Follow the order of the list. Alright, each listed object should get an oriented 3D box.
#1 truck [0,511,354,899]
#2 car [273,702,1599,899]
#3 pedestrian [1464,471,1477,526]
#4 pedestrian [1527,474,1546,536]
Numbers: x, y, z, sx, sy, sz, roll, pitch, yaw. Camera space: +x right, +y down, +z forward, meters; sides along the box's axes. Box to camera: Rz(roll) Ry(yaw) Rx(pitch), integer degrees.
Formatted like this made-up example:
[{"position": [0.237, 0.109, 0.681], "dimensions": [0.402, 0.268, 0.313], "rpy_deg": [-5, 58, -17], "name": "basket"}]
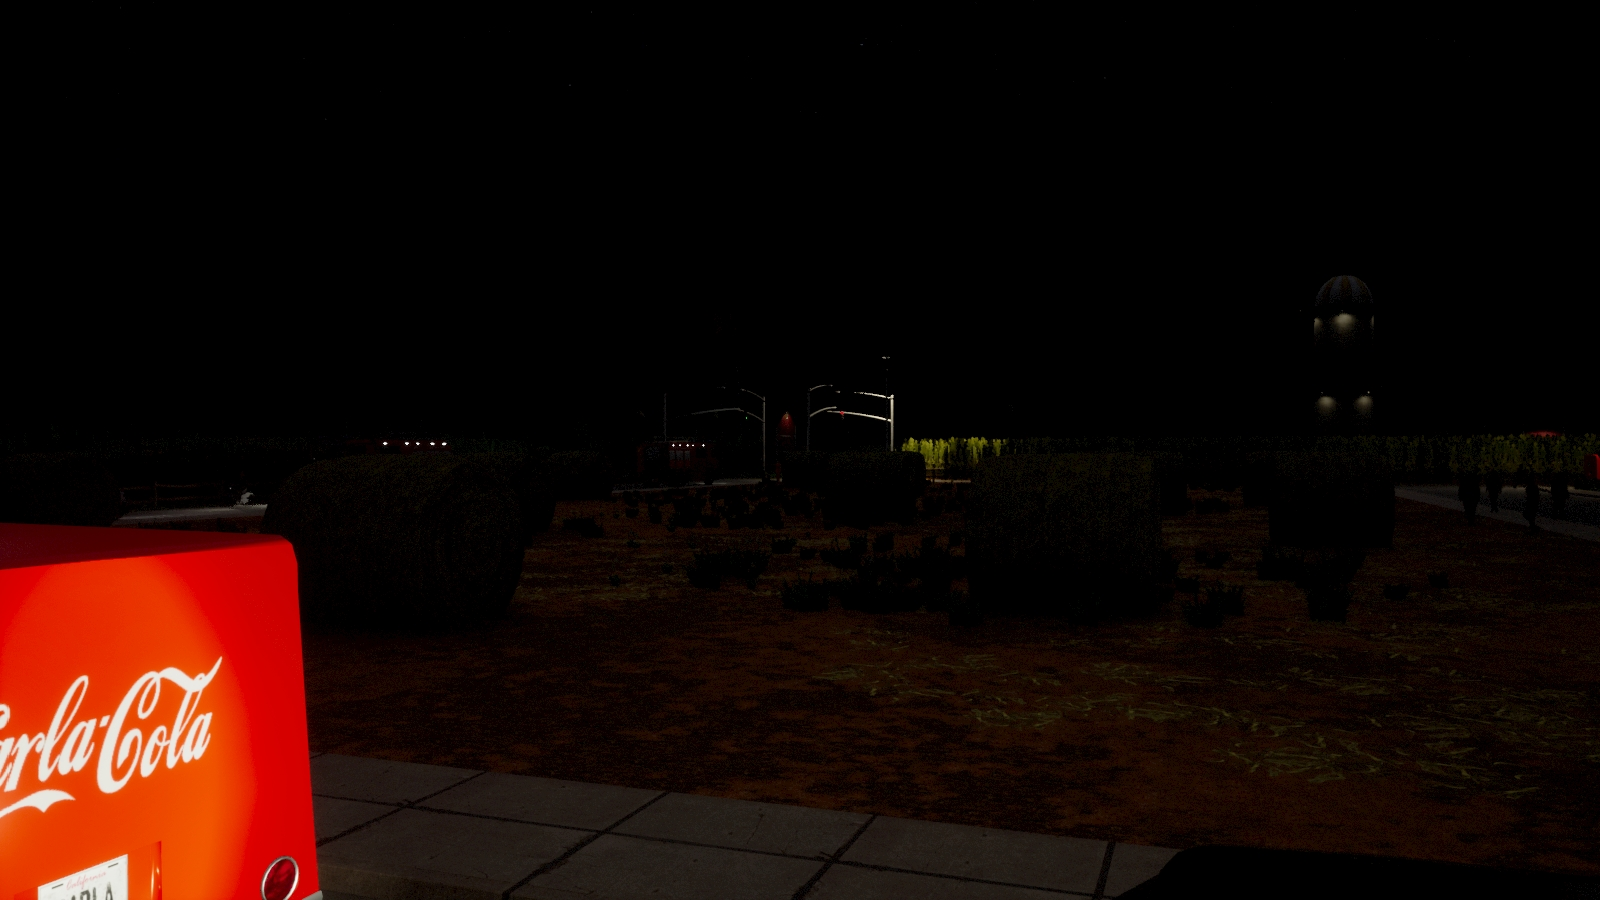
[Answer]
[{"position": [-5.033, 1.572, 5.132], "dimensions": [5.204, 2.467, 2.627], "rpy_deg": [0, 0, 20], "name": "truck"}, {"position": [1.269, 1.906, 2.870], "dimensions": [4.553, 1.767, 2.097], "rpy_deg": [0, 0, 20], "name": "car"}, {"position": [23.128, 1.666, 39.419], "dimensions": [0.375, 1.860, 0.375], "rpy_deg": [0, 0, 30], "name": "pedestrian"}, {"position": [22.365, 1.666, 34.683], "dimensions": [0.375, 1.860, 0.375], "rpy_deg": [0, 0, 14], "name": "pedestrian"}]
